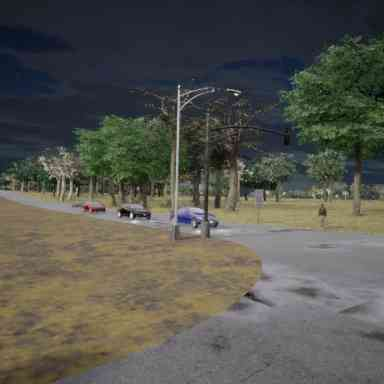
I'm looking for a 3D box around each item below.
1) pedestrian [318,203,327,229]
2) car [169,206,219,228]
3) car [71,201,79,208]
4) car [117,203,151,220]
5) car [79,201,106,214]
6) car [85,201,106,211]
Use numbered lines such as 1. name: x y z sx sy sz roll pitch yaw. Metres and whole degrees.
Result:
1. pedestrian: 9.300 1.717 23.824 0.375 1.860 0.375 1 -1 -34
2. car: 0.021 1.768 24.040 1.812 1.442 4.674 2 -2 -33
3. car: -21.386 2.309 62.775 1.994 1.385 4.181 3 -2 -34
4. car: -5.733 1.843 32.657 1.882 1.535 5.008 3 -2 -34
5. car: -12.746 1.954 43.195 1.882 1.535 5.008 3 -2 -33
6. car: -15.827 2.255 54.465 1.994 1.385 4.181 3 -2 -35
